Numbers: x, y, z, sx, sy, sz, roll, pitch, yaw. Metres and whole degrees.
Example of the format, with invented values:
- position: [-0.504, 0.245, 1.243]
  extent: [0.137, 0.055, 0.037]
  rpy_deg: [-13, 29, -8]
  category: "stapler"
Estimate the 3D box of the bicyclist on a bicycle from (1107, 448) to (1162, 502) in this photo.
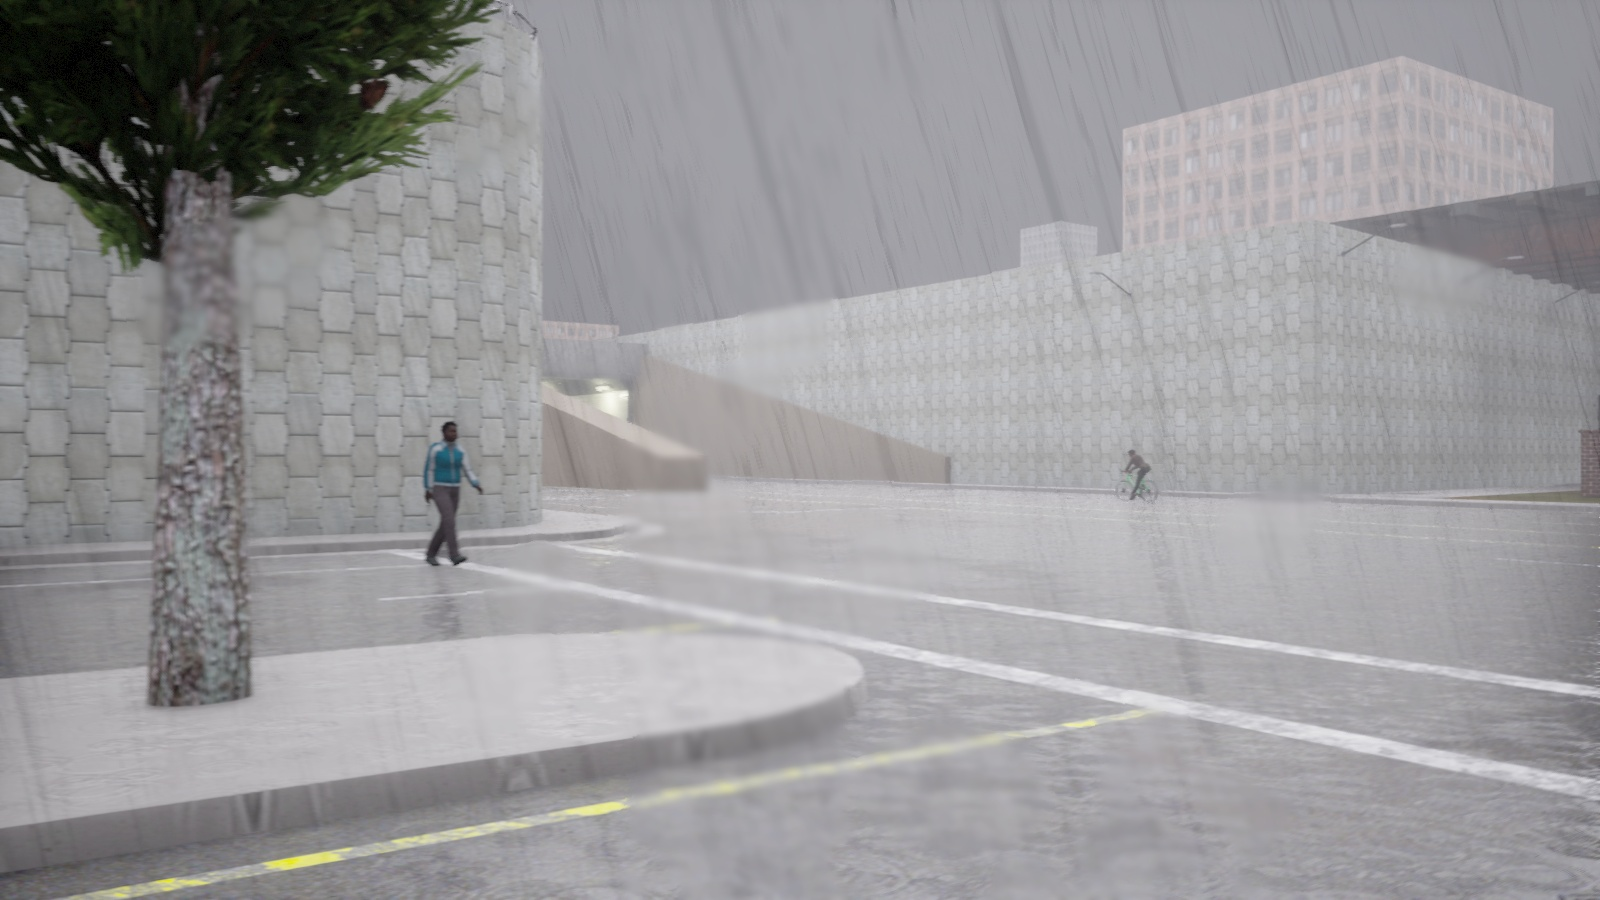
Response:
- position: [10.317, 0.763, 38.732]
  extent: [0.582, 1.620, 1.656]
  rpy_deg: [0, 0, -34]
  category: "bicyclist on a bicycle"

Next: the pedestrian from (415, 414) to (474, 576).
- position: [-4.353, 0.535, 15.354]
  extent: [0.692, 1.930, 0.396]
  rpy_deg: [0, 0, 44]
  category: "pedestrian"
